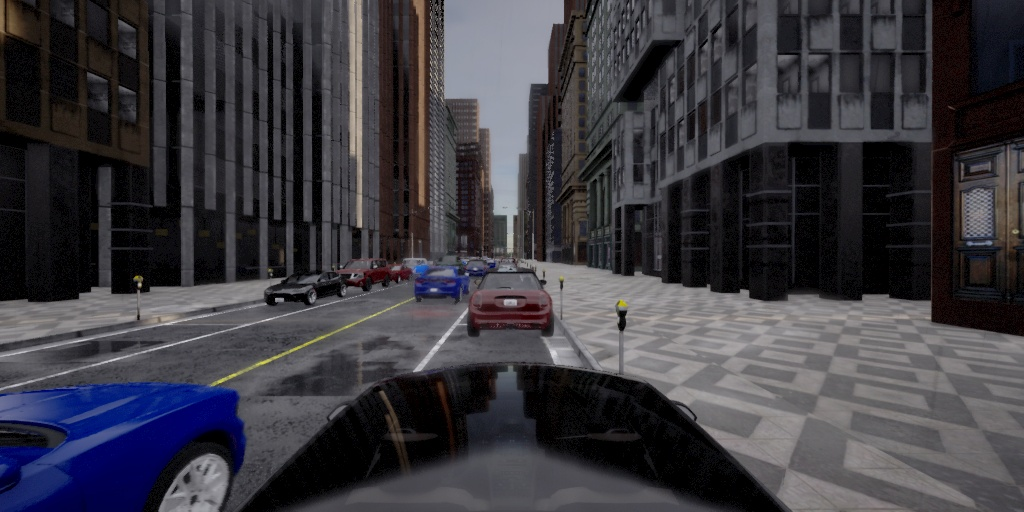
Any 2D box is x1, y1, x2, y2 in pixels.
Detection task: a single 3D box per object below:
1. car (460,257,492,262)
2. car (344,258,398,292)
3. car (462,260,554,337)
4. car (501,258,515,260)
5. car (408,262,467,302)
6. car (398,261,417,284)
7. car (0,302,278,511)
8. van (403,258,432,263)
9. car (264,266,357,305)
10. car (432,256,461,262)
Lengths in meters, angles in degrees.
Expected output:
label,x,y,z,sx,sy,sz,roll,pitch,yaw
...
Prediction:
label,x,y,z,sx,sy,sz,roll,pitch,yaw
car,-3.055,1.100,32.049,2.097,1.767,4.553,0,0,0
car,-8.908,1.064,21.556,2.192,1.841,5.009,0,0,0
car,-0.033,1.102,10.470,2.097,1.767,4.553,0,0,0
car,-0.383,1.189,27.203,1.967,1.591,4.097,0,0,0
car,-3.144,1.227,16.888,1.882,1.535,5.008,0,0,0
car,-8.908,1.294,27.194,1.888,1.381,4.507,0,0,0
car,-3.060,1.228,0.810,1.882,1.535,5.008,0,0,0
van,-8.908,1.090,32.830,1.690,1.789,3.998,0,0,0
car,-8.908,1.315,15.920,1.948,1.339,4.313,0,0,0
car,-6.239,0.971,35.741,2.150,2.045,5.566,0,0,0
